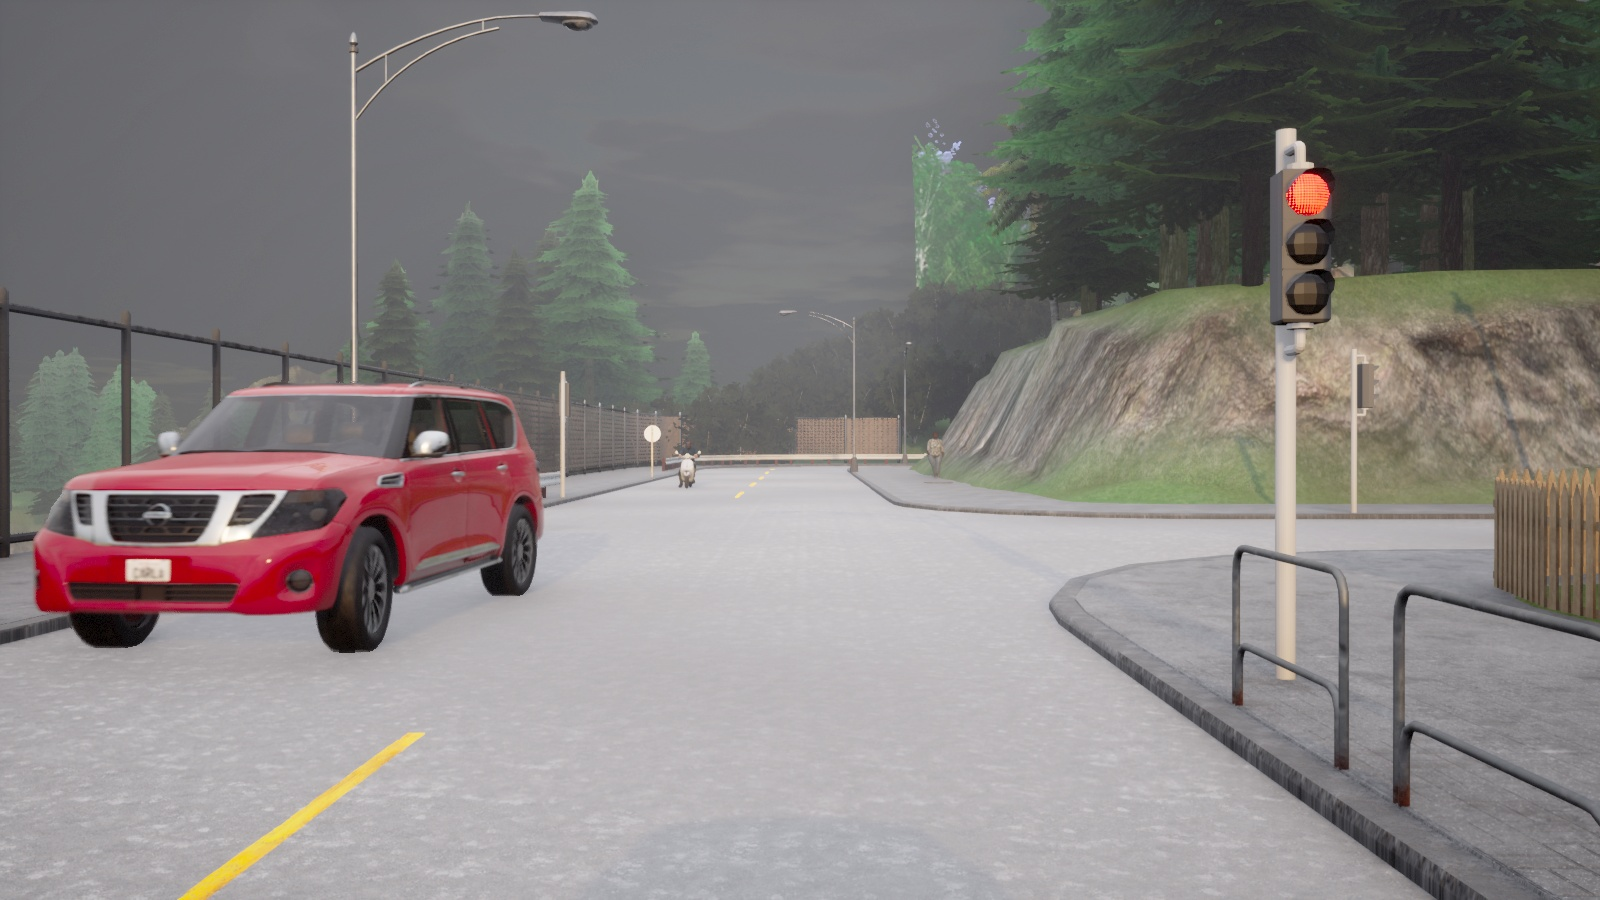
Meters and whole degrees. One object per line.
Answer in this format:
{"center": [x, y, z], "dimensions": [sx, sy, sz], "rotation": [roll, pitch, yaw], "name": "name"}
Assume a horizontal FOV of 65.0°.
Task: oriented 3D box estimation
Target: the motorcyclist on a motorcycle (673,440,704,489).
{"center": [-3.707, 0.461, 41.817], "dimensions": [0.866, 1.590, 1.817], "rotation": [0, 0, 0], "name": "motorcyclist on a motorcycle"}

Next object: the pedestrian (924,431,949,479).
{"center": [5.288, 0.186, 48.646], "dimensions": [0.874, 1.855, 0.900], "rotation": [0, 0, -1], "name": "pedestrian"}

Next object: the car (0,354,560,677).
{"center": [-3.926, 0.401, 10.819], "dimensions": [2.150, 2.045, 5.566], "rotation": [0, 0, 6], "name": "car"}
